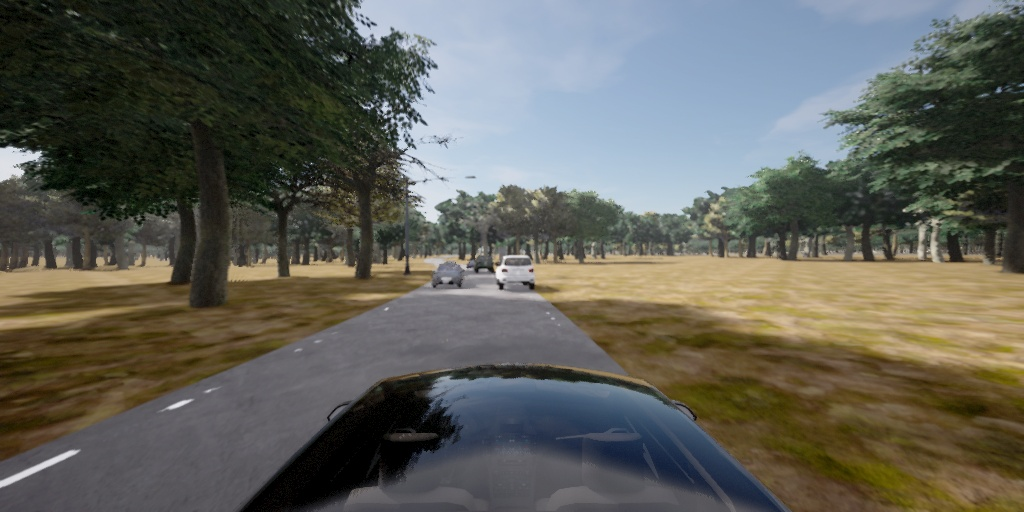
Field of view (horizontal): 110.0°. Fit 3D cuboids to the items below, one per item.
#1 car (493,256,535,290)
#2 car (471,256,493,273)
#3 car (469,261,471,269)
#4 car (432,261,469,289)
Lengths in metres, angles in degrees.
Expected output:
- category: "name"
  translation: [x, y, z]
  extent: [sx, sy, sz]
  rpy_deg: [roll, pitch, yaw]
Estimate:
- category: "car"
  translation: [0.141, 0.995, 23.047]
  extent: [2.150, 2.045, 5.566]
  rpy_deg: [0, 0, -5]
- category: "car"
  translation: [-3.464, 0.984, 44.008]
  extent: [2.150, 2.045, 5.566]
  rpy_deg: [0, -1, -10]
- category: "car"
  translation: [-6.099, 1.302, 57.586]
  extent: [1.994, 1.385, 4.181]
  rpy_deg: [0, 0, -14]
- category: "car"
  translation: [-4.161, 1.280, 23.883]
  extent: [2.128, 1.511, 4.902]
  rpy_deg: [0, 0, -5]
